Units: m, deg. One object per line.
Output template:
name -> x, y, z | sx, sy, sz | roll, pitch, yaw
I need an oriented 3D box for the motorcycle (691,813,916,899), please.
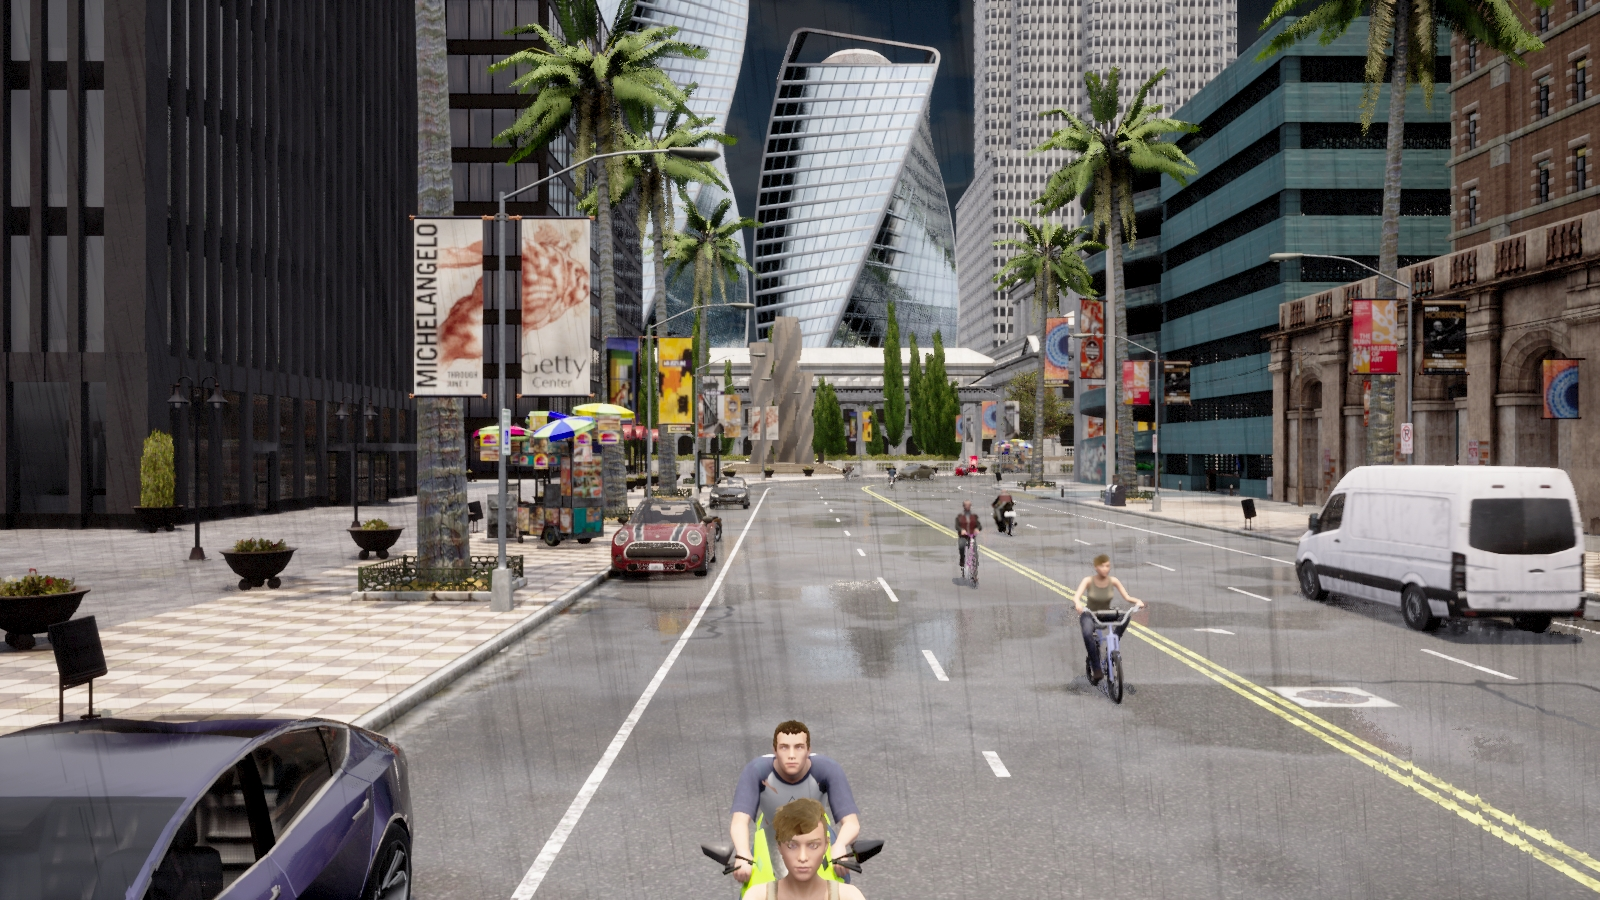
motorcycle -> 0.014, 2.175, 3.552 | 0.764, 1.277, 2.356 | 0, 2, 0

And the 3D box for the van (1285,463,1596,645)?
van -> 10.517, 1.542, 19.485 | 1.988, 2.561, 5.915 | 0, 0, 0

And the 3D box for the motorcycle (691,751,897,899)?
motorcycle -> -0.023, 2.226, 5.441 | 0.803, 1.145, 2.033 | -1, -3, 0

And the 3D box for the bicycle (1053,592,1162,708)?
bicycle -> 3.503, 2.262, 13.151 | 0.859, 1.080, 1.487 | 0, 0, 0

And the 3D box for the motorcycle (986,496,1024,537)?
motorcycle -> 6.859, 2.220, 38.351 | 0.867, 1.251, 2.209 | 0, 0, -1
